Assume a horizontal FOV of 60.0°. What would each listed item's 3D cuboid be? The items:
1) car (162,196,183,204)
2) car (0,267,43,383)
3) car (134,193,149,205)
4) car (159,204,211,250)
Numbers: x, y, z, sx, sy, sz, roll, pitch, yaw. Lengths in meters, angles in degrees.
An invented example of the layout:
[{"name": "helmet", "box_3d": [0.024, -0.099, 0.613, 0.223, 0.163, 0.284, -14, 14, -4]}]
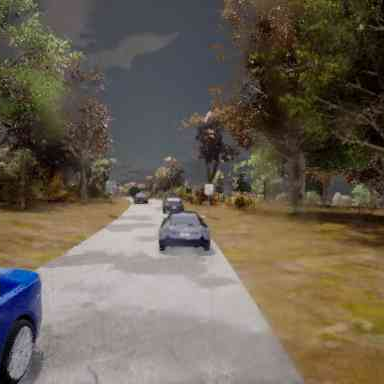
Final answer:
[{"name": "car", "box_3d": [-1.760, 1.110, 30.217, 1.812, 1.442, 4.674, 1, 1, -7]}, {"name": "car", "box_3d": [-2.904, 1.445, 2.447, 1.882, 1.535, 5.008, 1, 0, -1]}, {"name": "car", "box_3d": [-6.738, 0.859, 43.986, 2.033, 1.411, 5.357, 1, 0, -10]}, {"name": "car", "box_3d": [-0.348, 1.461, 13.926, 1.994, 1.385, 4.181, 1, 1, -3]}]
